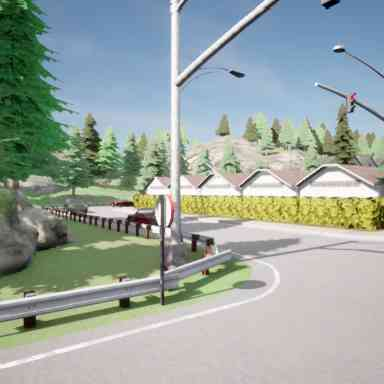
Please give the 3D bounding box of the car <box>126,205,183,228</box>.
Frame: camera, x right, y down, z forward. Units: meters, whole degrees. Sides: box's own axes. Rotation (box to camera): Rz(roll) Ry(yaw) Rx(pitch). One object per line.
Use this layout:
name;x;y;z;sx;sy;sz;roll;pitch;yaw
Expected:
car;-2.588;1.792;22.313;1.895;1.301;4.718;0;0;-35

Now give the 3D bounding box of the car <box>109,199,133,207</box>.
car;-11.010;1.777;53.305;1.895;1.301;4.718;0;0;33

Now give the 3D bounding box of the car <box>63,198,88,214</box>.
car;-13.469;1.541;38.315;2.097;1.767;4.553;0;0;-30
